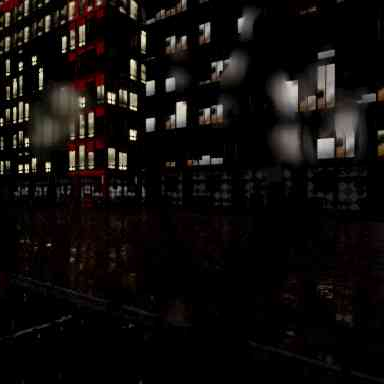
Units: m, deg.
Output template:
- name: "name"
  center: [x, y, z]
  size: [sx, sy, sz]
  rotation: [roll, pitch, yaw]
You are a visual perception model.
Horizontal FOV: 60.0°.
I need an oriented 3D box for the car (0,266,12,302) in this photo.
- name: "car"
  center: [-5.571, 1.526, 6.842]
  size: [4.829, 1.417, 1.752]
  rotation: [0, 0, 36]
